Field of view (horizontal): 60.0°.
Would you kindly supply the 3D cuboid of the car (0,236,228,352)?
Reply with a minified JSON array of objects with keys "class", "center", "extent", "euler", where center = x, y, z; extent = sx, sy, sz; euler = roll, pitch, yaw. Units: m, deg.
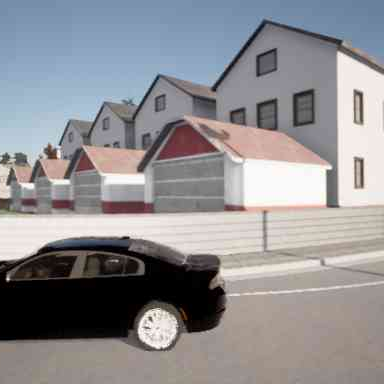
[{"class":"car","center":[-1.926,1.507,5.578],"extent":[5.008,1.535,1.882],"euler":[-1,1,-1]}]
